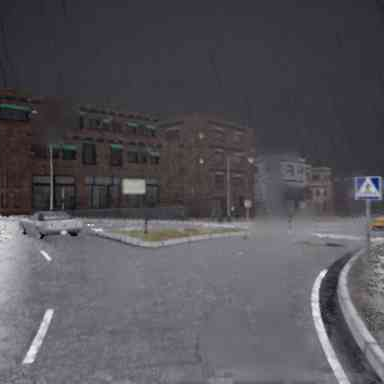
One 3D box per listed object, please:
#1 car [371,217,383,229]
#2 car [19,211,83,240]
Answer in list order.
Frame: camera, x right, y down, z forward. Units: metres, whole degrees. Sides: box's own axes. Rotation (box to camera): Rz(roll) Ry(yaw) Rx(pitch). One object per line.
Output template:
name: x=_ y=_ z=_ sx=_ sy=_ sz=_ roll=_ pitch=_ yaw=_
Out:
car: x=23.466 y=3.799 z=40.647 sx=1.882 sy=1.535 sz=5.008 roll=-1 pitch=-4 yaw=42
car: x=-7.681 y=1.688 z=17.790 sx=1.895 sy=1.301 sz=4.718 roll=0 pitch=0 yaw=-41
